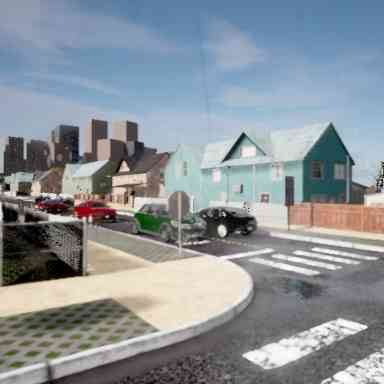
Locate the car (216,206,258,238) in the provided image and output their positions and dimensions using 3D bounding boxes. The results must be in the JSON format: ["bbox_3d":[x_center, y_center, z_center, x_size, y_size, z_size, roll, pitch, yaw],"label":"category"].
[{"bbox_3d":[1.390,1.525,18.076,1.837,1.490,4.892,0,1,-36],"label":"car"}]

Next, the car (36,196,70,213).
[{"bbox_3d":[-14.634,1.436,35.050,1.895,1.301,4.718,0,1,-36],"label":"car"}]

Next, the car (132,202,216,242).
[{"bbox_3d":[-1.203,1.371,16.792,2.097,1.767,4.553,0,1,-36],"label":"car"}]

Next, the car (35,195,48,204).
[{"bbox_3d":[-22.458,1.187,50.458,2.128,1.511,4.902,0,0,-36],"label":"car"}]

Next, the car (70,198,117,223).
[{"bbox_3d":[-7.339,1.412,25.125,1.882,1.535,5.008,0,1,-36],"label":"car"}]

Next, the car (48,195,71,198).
[{"bbox_3d":[-16.296,1.270,42.162,2.128,1.511,4.902,0,0,-36],"label":"car"}]
